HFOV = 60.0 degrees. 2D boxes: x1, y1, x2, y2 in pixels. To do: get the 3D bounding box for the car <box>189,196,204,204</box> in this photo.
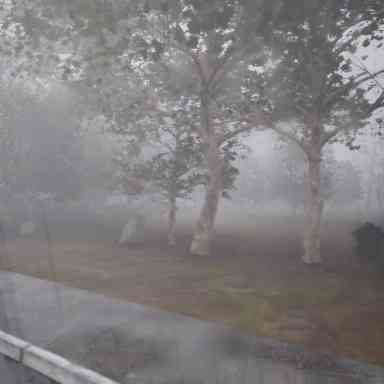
[{"bbox_3d":[1.542,2.280,92.203,2.435,2.045,5.566,5,1,43],"label":"car"}]
